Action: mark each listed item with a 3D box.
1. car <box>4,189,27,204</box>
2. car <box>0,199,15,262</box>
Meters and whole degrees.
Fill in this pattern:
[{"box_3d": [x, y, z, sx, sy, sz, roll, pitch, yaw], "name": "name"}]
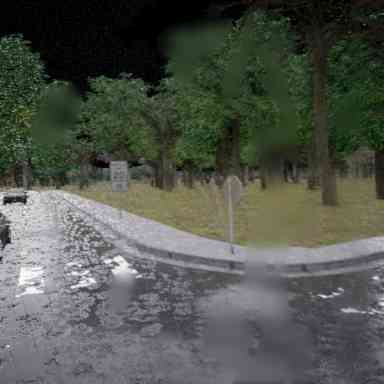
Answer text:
[{"box_3d": [-17.715, 0.416, 33.498, 1.882, 1.535, 5.008, -3, 3, -25], "name": "car"}, {"box_3d": [-6.729, 1.231, 10.186, 1.837, 1.490, 4.892, -3, 3, -25], "name": "car"}]
